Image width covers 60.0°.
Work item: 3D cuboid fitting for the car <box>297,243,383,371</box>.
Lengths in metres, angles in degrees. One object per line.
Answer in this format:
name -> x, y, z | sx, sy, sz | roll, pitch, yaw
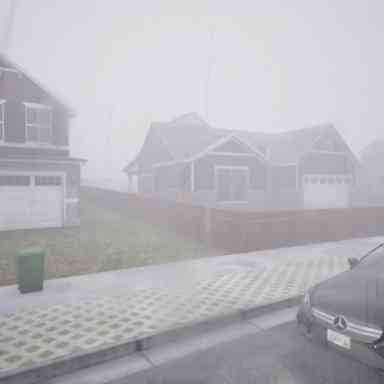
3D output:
car -> 3.727, 1.522, 5.310 | 4.674, 1.442, 1.812 | 0, 0, -33
